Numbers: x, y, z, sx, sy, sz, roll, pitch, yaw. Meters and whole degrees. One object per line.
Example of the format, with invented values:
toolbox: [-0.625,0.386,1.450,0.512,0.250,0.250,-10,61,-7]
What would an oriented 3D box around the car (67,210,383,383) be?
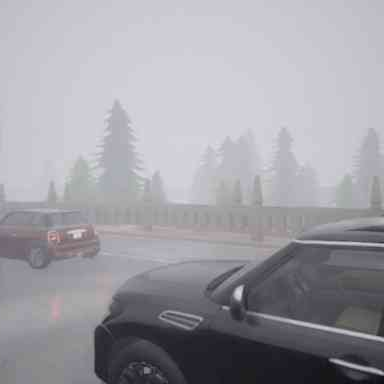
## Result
car: [1.629,1.207,2.698,5.566,2.045,2.150,0,0,35]

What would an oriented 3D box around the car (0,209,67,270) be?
car: [-5.282,1.333,11.083,4.553,1.767,2.097,0,0,30]
